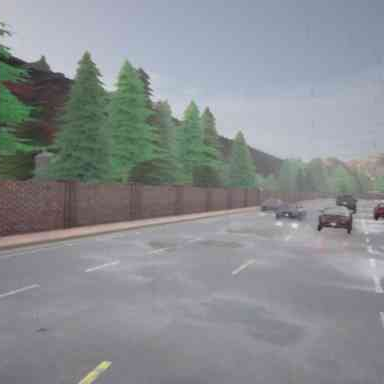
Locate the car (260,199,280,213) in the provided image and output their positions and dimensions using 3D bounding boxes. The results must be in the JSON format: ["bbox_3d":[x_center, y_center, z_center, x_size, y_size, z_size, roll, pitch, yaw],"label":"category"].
[{"bbox_3d":[8.956,1.516,36.867,1.837,1.490,4.892,1,0,27],"label":"car"}]

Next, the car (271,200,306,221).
[{"bbox_3d":[8.240,1.609,27.576,1.994,1.385,4.181,2,0,26],"label":"car"}]

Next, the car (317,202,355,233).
[{"bbox_3d":[8.939,1.624,20.697,1.812,1.442,4.674,2,0,26],"label":"car"}]

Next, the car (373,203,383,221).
[{"bbox_3d":[17.187,1.725,29.420,1.882,1.535,5.008,2,0,26],"label":"car"}]

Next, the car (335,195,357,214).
[{"bbox_3d":[18.295,1.439,39.512,2.150,2.045,5.566,2,0,26],"label":"car"}]
